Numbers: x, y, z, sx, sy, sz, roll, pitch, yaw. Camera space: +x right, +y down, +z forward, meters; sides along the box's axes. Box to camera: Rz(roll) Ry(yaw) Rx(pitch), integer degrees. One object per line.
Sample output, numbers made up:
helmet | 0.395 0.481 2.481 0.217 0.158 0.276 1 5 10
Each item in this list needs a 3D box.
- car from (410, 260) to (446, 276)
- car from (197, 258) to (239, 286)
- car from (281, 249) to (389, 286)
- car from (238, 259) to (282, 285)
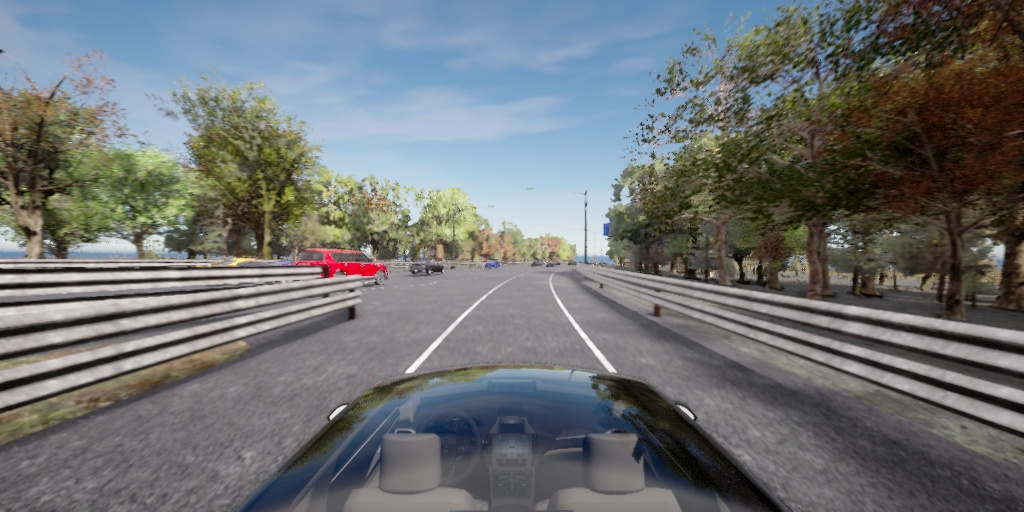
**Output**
car | -8.200 1.182 35.574 2.128 1.511 4.902 0 -1 16
car | -15.825 0.916 21.513 1.882 1.535 5.008 0 -1 16
car | -9.105 0.712 19.537 2.150 2.045 5.566 0 -1 16
car | -12.475 0.990 20.504 1.812 1.442 4.674 0 -1 16
